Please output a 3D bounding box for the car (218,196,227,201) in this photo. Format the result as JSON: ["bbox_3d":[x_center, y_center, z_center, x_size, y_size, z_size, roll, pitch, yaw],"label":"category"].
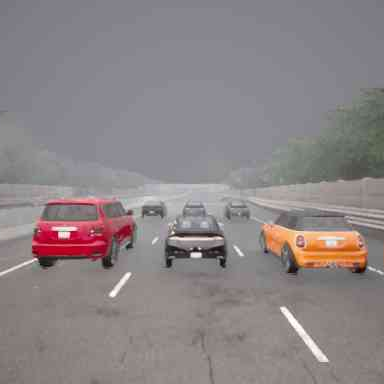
[{"bbox_3d":[7.779,1.580,84.996,1.895,1.301,4.718,0,0,1],"label":"car"}]

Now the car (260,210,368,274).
[{"bbox_3d":[3.620,1.356,10.750,2.097,1.767,4.553,0,0,0],"label":"car"}]

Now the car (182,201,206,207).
[{"bbox_3d":[0.198,1.503,28.206,2.128,1.511,4.902,0,0,0],"label":"car"}]

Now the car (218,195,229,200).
[{"bbox_3d":[7.472,1.458,75.423,1.812,1.442,4.674,0,0,3],"label":"car"}]

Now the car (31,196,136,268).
[{"bbox_3d":[-3.379,1.225,11.492,2.150,2.045,5.566,0,0,0],"label":"car"}]

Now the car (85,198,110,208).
[{"bbox_3d":[-13.808,1.569,48.858,2.033,1.411,5.357,0,0,1],"label":"car"}]

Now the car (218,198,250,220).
[{"bbox_3d":[3.698,1.503,28.194,2.128,1.511,4.902,0,0,0],"label":"car"}]

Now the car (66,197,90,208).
[{"bbox_3d":[-17.282,1.500,50.516,1.882,1.535,5.008,0,0,1],"label":"car"}]

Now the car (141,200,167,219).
[{"bbox_3d":[-3.292,1.490,29.739,1.882,1.535,5.008,0,0,0],"label":"car"}]

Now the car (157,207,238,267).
[{"bbox_3d":[0.121,1.495,11.418,2.128,1.511,4.902,0,0,0],"label":"car"}]

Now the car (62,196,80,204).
[{"bbox_3d":[-23.418,1.512,64.473,1.837,1.490,4.892,0,0,-2],"label":"car"}]
